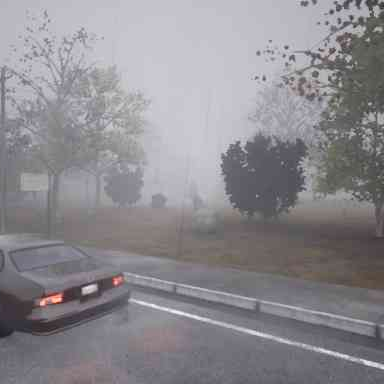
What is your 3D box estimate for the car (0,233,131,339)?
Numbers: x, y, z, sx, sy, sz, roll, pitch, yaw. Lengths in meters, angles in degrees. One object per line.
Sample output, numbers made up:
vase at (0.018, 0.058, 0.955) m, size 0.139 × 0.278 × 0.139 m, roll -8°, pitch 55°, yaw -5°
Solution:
car at (-3.614, 1.546, 6.559) m, size 5.357 × 1.411 × 2.033 m, roll 0°, pitch 0°, yaw 35°
